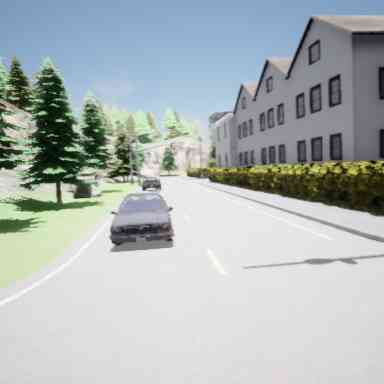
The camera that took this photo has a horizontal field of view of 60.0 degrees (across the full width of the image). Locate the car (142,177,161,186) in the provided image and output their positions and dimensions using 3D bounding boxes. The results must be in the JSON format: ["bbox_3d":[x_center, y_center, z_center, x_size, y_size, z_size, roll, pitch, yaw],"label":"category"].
[{"bbox_3d":[-4.439,-0.950,36.449,1.994,1.385,4.181,-3,4,-6],"label":"car"}]

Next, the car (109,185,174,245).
[{"bbox_3d":[-1.708,0.752,11.793,2.033,1.411,5.357,-3,4,-6],"label":"car"}]
